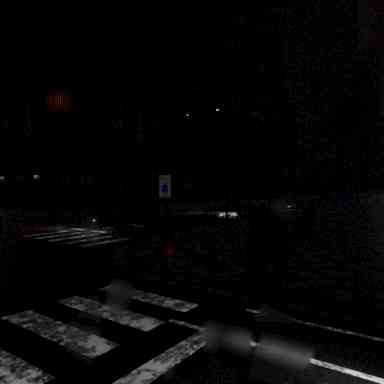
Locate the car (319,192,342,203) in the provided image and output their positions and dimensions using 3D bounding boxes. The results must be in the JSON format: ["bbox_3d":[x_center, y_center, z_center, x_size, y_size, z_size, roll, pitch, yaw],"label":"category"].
[{"bbox_3d":[19.511,0.814,47.473,1.837,1.490,4.892,0,1,36],"label":"car"}]

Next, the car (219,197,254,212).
[{"bbox_3d":[4.319,1.147,31.717,1.994,1.385,4.181,0,1,36],"label":"car"}]

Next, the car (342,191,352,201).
[{"bbox_3d":[25.394,0.653,55.701,1.882,1.535,5.008,0,1,36],"label":"car"}]

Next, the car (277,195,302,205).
[{"bbox_3d":[12.843,0.989,43.595,1.895,1.301,4.718,0,1,36],"label":"car"}]

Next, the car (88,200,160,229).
[{"bbox_3d":[-3.954,1.278,20.143,1.837,1.490,4.892,0,1,35],"label":"car"}]
